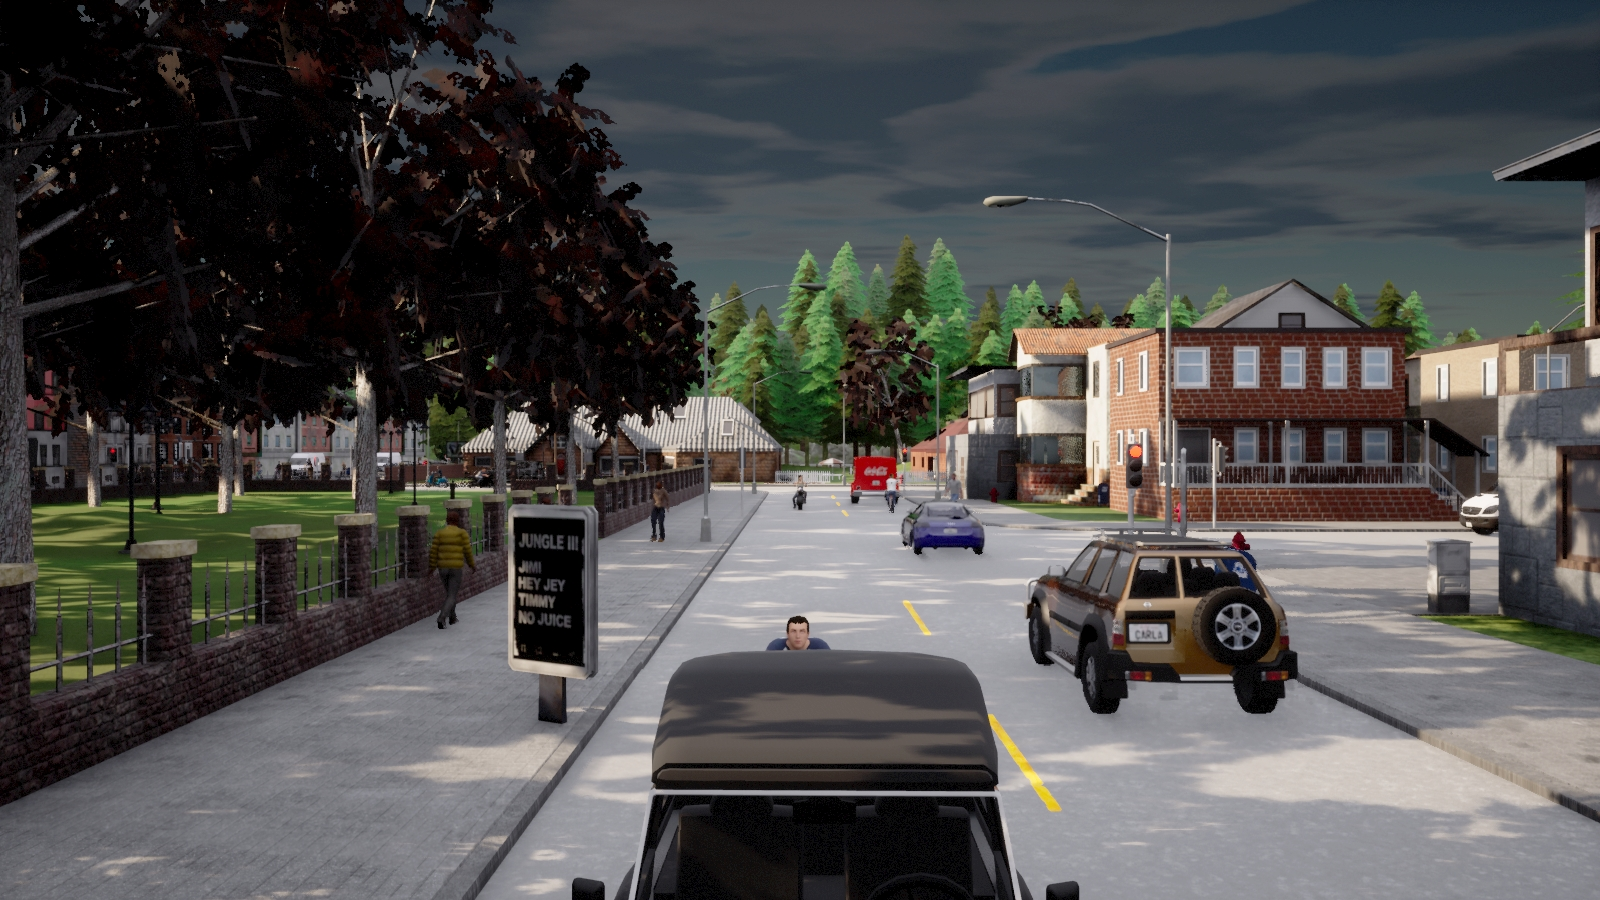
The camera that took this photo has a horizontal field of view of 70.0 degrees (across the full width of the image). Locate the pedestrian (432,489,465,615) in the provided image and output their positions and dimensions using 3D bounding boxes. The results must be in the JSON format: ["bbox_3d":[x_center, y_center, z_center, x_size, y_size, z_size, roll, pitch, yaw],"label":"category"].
[{"bbox_3d":[-5.309,1.532,17.274,0.375,1.860,0.375,0,0,2],"label":"pedestrian"}]

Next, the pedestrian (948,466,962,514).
[{"bbox_3d":[6.075,1.554,44.753,0.375,1.860,0.375,0,0,38],"label":"pedestrian"}]

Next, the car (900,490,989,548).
[{"bbox_3d":[4.002,1.911,32.386,1.994,1.385,4.181,0,0,0],"label":"car"}]

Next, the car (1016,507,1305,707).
[{"bbox_3d":[3.945,1.642,13.447,1.932,1.855,4.605,0,-2,0],"label":"car"}]

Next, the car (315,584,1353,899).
[{"bbox_3d":[0.090,1.640,4.031,1.905,1.878,3.866,0,0,1],"label":"car"}]

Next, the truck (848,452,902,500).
[{"bbox_3d":[3.969,1.372,61.570,2.627,2.467,5.204,0,0,1],"label":"truck"}]

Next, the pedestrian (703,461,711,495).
[{"bbox_3d":[-5.185,1.551,63.827,0.375,1.860,0.375,0,0,7],"label":"pedestrian"}]

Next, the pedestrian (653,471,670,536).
[{"bbox_3d":[-4.012,1.539,33.156,0.375,1.860,0.375,0,0,18],"label":"pedestrian"}]

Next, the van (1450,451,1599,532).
[{"bbox_3d":[24.712,1.329,37.232,5.915,2.561,1.988,0,0,0],"label":"van"}]
